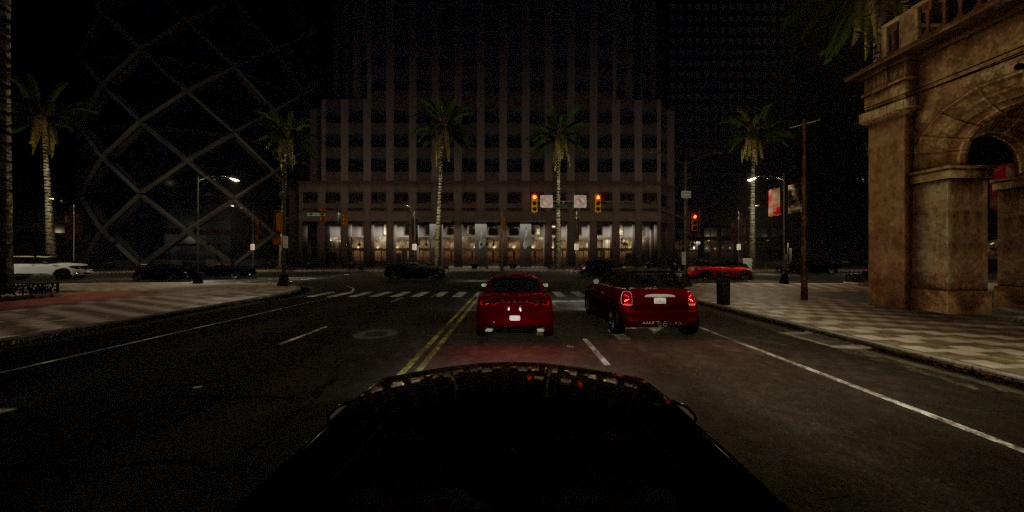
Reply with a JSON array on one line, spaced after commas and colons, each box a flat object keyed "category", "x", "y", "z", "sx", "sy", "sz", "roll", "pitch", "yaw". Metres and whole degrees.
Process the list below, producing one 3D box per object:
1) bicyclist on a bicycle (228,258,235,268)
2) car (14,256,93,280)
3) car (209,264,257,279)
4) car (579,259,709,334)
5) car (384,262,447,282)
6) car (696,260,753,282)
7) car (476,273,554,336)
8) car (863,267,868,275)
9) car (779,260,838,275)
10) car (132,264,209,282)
[{"category": "bicyclist on a bicycle", "x": -35.750, "y": 1.050, "z": 45.689, "sx": 0.582, "sy": 1.620, "sz": 1.656, "roll": 0, "pitch": 0, "yaw": -12}, {"category": "car", "x": -38.638, "y": 0.975, "z": 29.394, "sx": 5.566, "sy": 2.045, "sz": 2.150, "roll": 0, "pitch": 0, "yaw": -25}, {"category": "car", "x": -25.727, "y": 1.351, "z": 32.062, "sx": 4.718, "sy": 1.301, "sz": 1.895, "roll": 0, "pitch": 0, "yaw": -3}, {"category": "car", "x": 3.582, "y": 1.102, "z": 10.774, "sx": 2.097, "sy": 1.767, "sz": 4.553, "roll": 0, "pitch": 0, "yaw": 0}, {"category": "car", "x": -7.730, "y": 1.241, "z": 28.739, "sx": 4.902, "sy": 1.511, "sz": 2.128, "roll": 0, "pitch": 0, "yaw": 0}, {"category": "car", "x": 16.602, "y": 1.102, "z": 28.678, "sx": 4.553, "sy": 1.767, "sz": 2.097, "roll": 0, "pitch": 0, "yaw": 0}, {"category": "car", "x": 0.080, "y": 1.228, "z": 10.433, "sx": 1.882, "sy": 1.535, "sz": 5.008, "roll": 0, "pitch": 0, "yaw": 0}, {"category": "car", "x": 34.768, "y": 1.297, "z": 32.124, "sx": 5.357, "sy": 1.411, "sz": 2.033, "roll": 0, "pitch": 0, "yaw": 0}, {"category": "car", "x": 32.777, "y": 1.228, "z": 39.327, "sx": 5.008, "sy": 1.535, "sz": 1.882, "roll": 0, "pitch": 0, "yaw": 0}, {"category": "car", "x": -27.255, "y": 1.313, "z": 28.443, "sx": 4.181, "sy": 1.385, "sz": 1.994, "roll": 0, "pitch": 0, "yaw": -4}]
